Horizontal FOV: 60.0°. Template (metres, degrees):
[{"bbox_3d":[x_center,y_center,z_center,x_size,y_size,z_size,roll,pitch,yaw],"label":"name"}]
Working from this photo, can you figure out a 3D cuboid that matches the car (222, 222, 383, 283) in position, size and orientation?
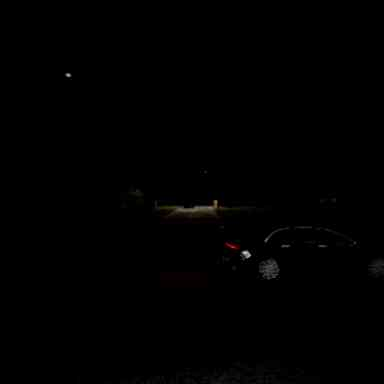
[{"bbox_3d":[3.319,1.633,9.547,4.892,1.490,1.837,0,-1,-3],"label":"car"}]

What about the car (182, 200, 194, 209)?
[{"bbox_3d":[-0.668,2.260,62.092,2.097,1.767,4.553,0,-1,2],"label":"car"}]
